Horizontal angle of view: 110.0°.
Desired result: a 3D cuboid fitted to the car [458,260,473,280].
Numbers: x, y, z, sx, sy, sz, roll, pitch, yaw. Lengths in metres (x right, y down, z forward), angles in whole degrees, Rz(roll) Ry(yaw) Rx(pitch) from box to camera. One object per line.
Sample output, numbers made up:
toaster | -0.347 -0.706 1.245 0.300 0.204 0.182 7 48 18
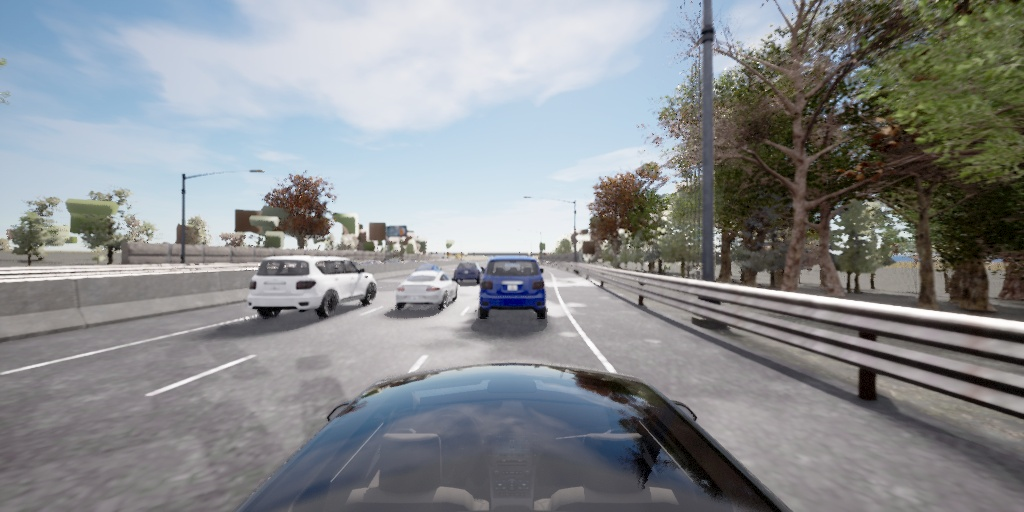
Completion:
car | -3.453 1.239 29.308 2.097 1.767 4.553 0 0 0

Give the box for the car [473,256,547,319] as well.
car | 0.037 1.028 13.259 2.150 2.045 5.566 0 0 1

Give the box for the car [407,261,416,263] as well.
car | -17.524 1.561 62.242 1.882 1.535 5.008 0 0 1

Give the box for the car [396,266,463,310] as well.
car | -3.448 1.340 15.074 1.812 1.442 4.674 0 0 0

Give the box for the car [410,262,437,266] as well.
car | -6.947 1.418 30.087 1.812 1.442 4.674 0 0 0

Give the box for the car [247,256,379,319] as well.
car | -6.963 1.028 13.238 2.150 2.045 5.566 0 0 1
